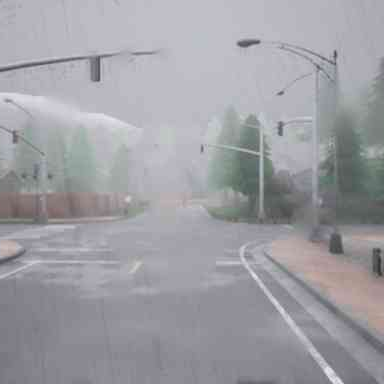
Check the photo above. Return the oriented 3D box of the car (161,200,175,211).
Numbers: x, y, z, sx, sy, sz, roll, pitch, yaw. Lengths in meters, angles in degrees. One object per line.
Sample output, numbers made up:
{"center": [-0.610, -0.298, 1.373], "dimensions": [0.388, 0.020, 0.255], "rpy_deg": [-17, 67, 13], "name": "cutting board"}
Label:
{"center": [-3.520, 1.983, 49.294], "dimensions": [1.882, 1.535, 5.008], "rpy_deg": [0, 0, 0], "name": "car"}
